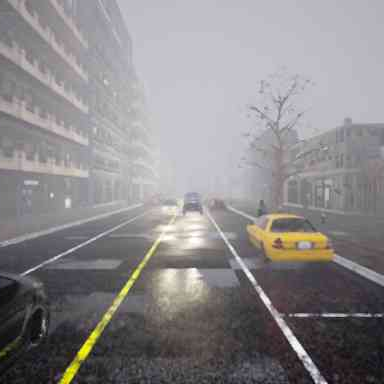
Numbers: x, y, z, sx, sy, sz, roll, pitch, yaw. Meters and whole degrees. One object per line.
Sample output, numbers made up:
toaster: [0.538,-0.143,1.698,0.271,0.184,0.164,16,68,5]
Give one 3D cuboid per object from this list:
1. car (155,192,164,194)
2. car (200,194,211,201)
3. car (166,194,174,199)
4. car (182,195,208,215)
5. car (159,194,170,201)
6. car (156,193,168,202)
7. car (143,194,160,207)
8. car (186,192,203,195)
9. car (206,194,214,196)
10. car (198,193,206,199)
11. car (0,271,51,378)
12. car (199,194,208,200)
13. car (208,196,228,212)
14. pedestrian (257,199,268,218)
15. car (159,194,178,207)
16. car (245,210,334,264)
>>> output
car: [-5.640,0.977,57.224,2.192,1.841,5.009,0,0,0]
car: [2.754,1.157,68.607,2.008,1.369,4.403,0,0,0]
car: [-5.611,1.094,85.709,1.947,1.339,4.313,0,0,0]
car: [0.089,1.293,31.370,2.128,1.511,4.902,0,0,1]
car: [-5.627,1.156,68.619,2.008,1.369,4.403,0,0,0]
car: [-5.633,1.074,62.922,1.967,1.590,4.097,0,0,0]
car: [-5.649,1.304,45.832,1.802,1.307,4.206,0,0,0]
car: [0.059,0.956,44.280,2.150,2.045,5.566,0,1,0]
car: [2.726,1.319,40.124,1.947,1.339,4.313,0,0,0]
car: [2.775,1.050,91.392,1.887,1.381,4.507,0,0,0]
car: [-3.098,1.541,3.275,1.994,1.385,4.181,0,0,0]
car: [2.764,1.098,79.999,1.887,1.381,4.507,0,0,0]
car: [2.720,1.367,34.428,1.802,1.307,4.206,0,0,0]
pedestrian: [3.014,1.200,14.434,0.375,1.860,0.375,0,1,0]
car: [-3.037,1.285,46.020,1.994,1.385,4.181,0,0,0]
car: [3.011,1.381,11.446,1.801,1.575,5.366,0,0,0]
